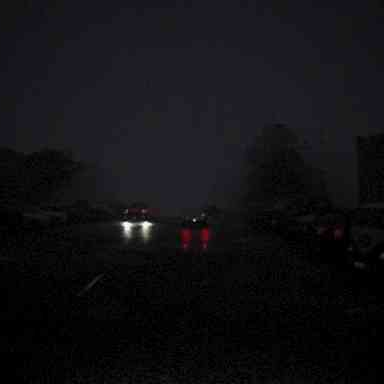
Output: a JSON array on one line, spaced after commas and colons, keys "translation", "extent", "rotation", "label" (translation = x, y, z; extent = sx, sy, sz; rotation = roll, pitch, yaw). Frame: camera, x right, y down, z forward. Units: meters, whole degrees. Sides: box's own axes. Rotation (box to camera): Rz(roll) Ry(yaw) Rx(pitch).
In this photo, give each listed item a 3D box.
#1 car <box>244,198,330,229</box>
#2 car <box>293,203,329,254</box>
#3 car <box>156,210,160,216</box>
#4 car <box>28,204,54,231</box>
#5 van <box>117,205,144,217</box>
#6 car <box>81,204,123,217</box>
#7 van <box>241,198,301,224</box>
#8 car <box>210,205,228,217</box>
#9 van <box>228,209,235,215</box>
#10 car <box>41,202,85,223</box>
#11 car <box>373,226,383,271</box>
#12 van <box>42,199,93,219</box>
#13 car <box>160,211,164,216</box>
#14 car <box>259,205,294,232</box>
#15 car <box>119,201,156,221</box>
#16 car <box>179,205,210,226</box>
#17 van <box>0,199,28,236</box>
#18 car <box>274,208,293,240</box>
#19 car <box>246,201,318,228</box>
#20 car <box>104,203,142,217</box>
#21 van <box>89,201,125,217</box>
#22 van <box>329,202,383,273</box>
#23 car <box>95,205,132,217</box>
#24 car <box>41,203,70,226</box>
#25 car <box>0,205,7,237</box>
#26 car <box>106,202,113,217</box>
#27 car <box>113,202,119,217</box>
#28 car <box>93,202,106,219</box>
[{"translation": [6.443, 1.419, 21.132], "extent": [5.566, 2.045, 2.435], "rotation": [1, -1, -20], "label": "car"}, {"translation": [6.390, 1.434, 12.162], "extent": [4.553, 1.767, 2.185], "rotation": [1, -1, -20], "label": "car"}, {"translation": [-10.601, 5.134, 76.258], "extent": [4.892, 1.521, 2.231], "rotation": [1, -5, -19], "label": "car"}, {"translation": [-11.359, 1.686, 20.707], "extent": [4.674, 1.452, 2.002], "rotation": [-1, -1, -20], "label": "car"}, {"translation": [-10.822, 3.409, 58.790], "extent": [4.442, 1.987, 1.878], "rotation": [1, -5, -19], "label": "van"}, {"translation": [-11.184, 2.319, 41.194], "extent": [4.892, 1.521, 2.231], "rotation": [0, -3, -19], "label": "car"}, {"translation": [6.391, 1.551, 27.095], "extent": [4.442, 1.987, 1.878], "rotation": [1, -2, -19], "label": "van"}, {"translation": [2.515, 2.388, 42.699], "extent": [1.882, 1.535, 5.008], "rotation": [-4, -4, 27], "label": "car"}, {"translation": [7.038, 4.622, 72.863], "extent": [4.442, 1.987, 1.878], "rotation": [2, -5, -19], "label": "van"}, {"translation": [-11.289, 1.780, 26.579], "extent": [4.792, 1.488, 2.163], "rotation": [0, -1, -20], "label": "car"}, {"translation": [6.230, 1.512, 6.114], "extent": [5.366, 1.575, 1.946], "rotation": [1, 0, -20], "label": "car"}, {"translation": [-11.407, 1.599, 29.466], "extent": [4.442, 1.987, 1.878], "rotation": [0, -1, -20], "label": "van"}, {"translation": [-10.529, 5.389, 82.112], "extent": [5.566, 2.045, 2.435], "rotation": [1, -5, -19], "label": "car"}, {"translation": [6.472, 1.658, 18.166], "extent": [4.792, 1.488, 2.163], "rotation": [1, -1, -20], "label": "car"}, {"translation": [-4.900, 1.733, 30.681], "extent": [2.097, 1.767, 4.553], "rotation": [0, -2, 1], "label": "car"}, {"translation": [0.184, 1.774, 25.322], "extent": [1.812, 1.442, 4.674], "rotation": [0, -1, 0], "label": "car"}, {"translation": [-11.482, 1.378, 17.736], "extent": [4.442, 1.987, 1.878], "rotation": [-1, -1, -20], "label": "van"}, {"translation": [6.426, 1.630, 15.161], "extent": [4.674, 1.452, 2.002], "rotation": [1, -1, -20], "label": "car"}, {"translation": [6.513, 1.595, 24.150], "extent": [4.553, 1.767, 2.185], "rotation": [1, -1, -19], "label": "car"}, {"translation": [-11.000, 2.884, 52.909], "extent": [5.566, 2.045, 2.435], "rotation": [1, -5, -19], "label": "car"}, {"translation": [-11.254, 2.265, 44.087], "extent": [4.442, 1.987, 1.878], "rotation": [0, -3, -19], "label": "van"}, {"translation": [6.304, 1.307, 9.132], "extent": [4.442, 1.987, 1.878], "rotation": [1, 0, -20], "label": "van"}, {"translation": [-11.095, 2.685, 47.028], "extent": [4.892, 1.521, 2.231], "rotation": [1, -4, -19], "label": "car"}, {"translation": [-11.341, 1.734, 23.646], "extent": [4.674, 1.452, 2.002], "rotation": [0, -1, -20], "label": "car"}, {"translation": [-11.391, 1.566, 14.839], "extent": [5.008, 1.535, 2.097], "rotation": [-1, -1, -20], "label": "car"}, {"translation": [-11.247, 2.031, 35.353], "extent": [4.892, 1.521, 2.231], "rotation": [0, -2, -19], "label": "car"}, {"translation": [-11.383, 2.160, 38.207], "extent": [5.366, 1.575, 1.946], "rotation": [0, -3, -19], "label": "car"}, {"translation": [-11.276, 1.917, 32.428], "extent": [5.008, 1.535, 2.097], "rotation": [0, -2, -20], "label": "car"}]
